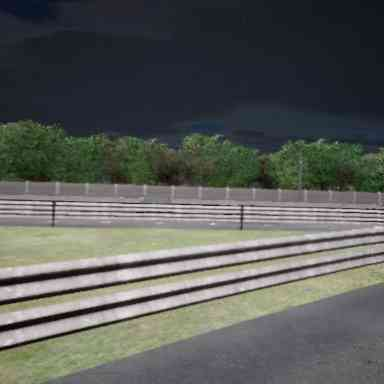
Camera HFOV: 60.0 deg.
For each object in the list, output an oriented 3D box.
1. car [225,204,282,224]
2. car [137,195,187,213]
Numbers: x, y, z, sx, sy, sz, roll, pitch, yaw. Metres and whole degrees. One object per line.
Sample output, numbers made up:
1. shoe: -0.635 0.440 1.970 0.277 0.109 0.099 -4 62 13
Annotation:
1. car: 4.498 1.573 24.427 4.181 1.385 1.994 2 -1 -7
2. car: -2.696 1.219 30.646 4.553 1.767 2.097 2 -1 -7
